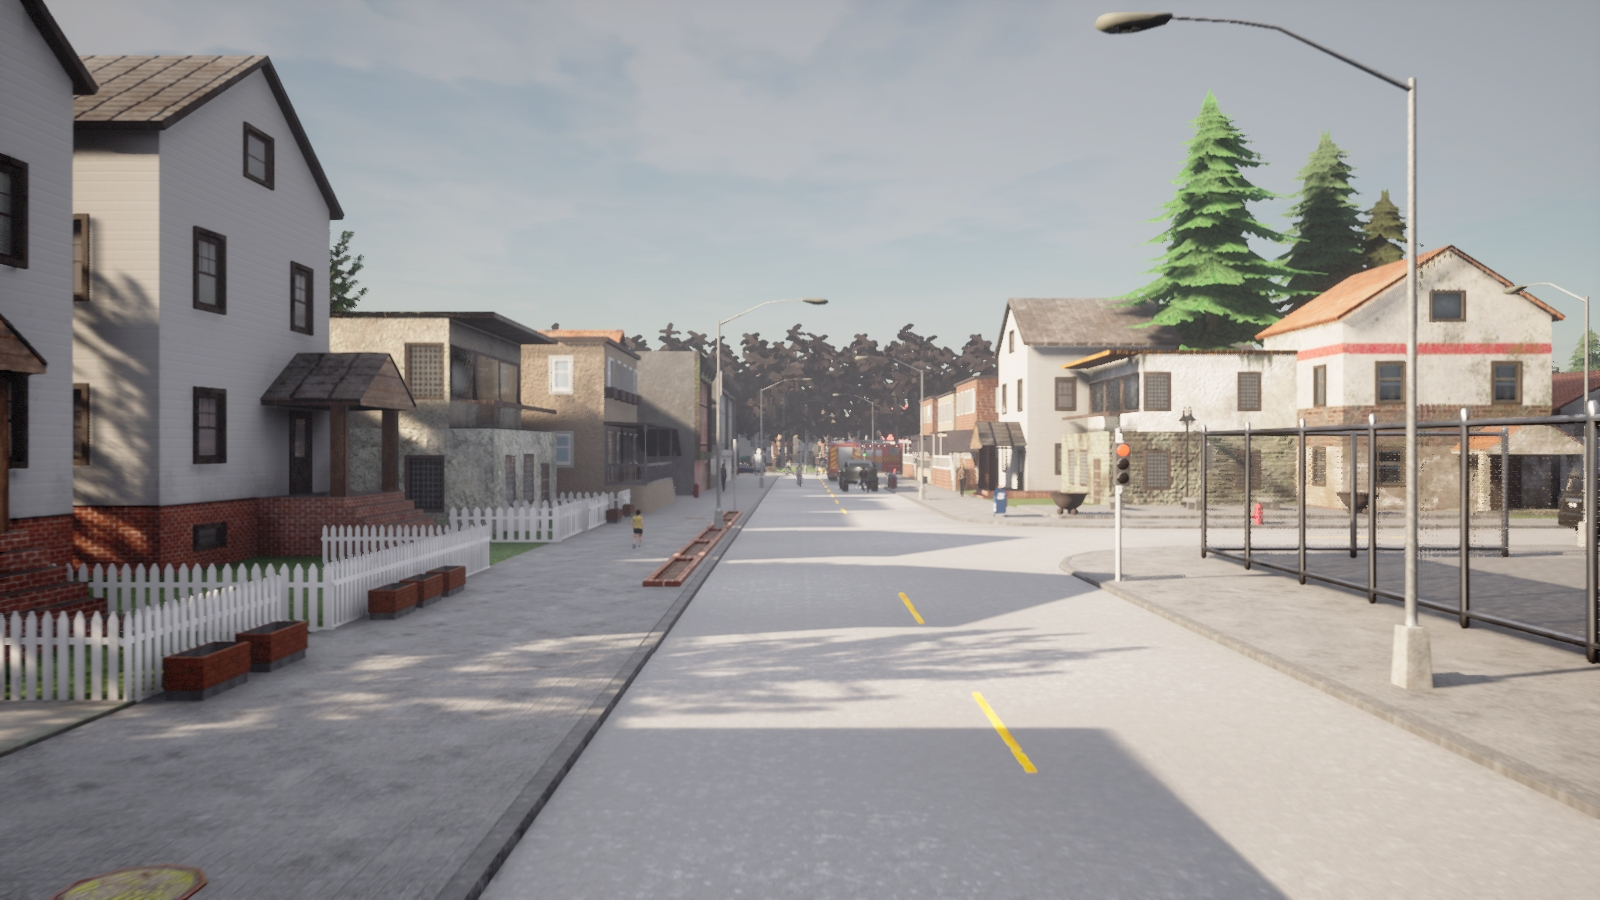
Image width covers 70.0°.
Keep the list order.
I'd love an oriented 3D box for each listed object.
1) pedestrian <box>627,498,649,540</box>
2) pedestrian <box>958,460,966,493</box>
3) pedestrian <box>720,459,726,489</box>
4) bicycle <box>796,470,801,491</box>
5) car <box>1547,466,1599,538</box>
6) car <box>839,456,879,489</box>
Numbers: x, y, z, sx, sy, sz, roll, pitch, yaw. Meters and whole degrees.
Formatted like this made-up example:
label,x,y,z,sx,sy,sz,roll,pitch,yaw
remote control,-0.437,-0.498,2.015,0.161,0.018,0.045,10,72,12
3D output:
label,x,y,z,sx,sy,sz,roll,pitch,yaw
pedestrian,-4.440,1.881,31.298,0.500,1.100,0.500,0,0,4
pedestrian,9.112,1.478,64.206,0.375,1.860,0.375,0,0,0
pedestrian,-4.790,1.472,71.131,0.375,1.860,0.375,0,0,-3
bicycle,-0.074,1.888,71.645,0.329,1.271,1.835,0,0,0
car,25.939,1.534,34.348,5.566,2.045,2.150,0,0,1
car,3.972,1.478,77.692,2.390,2.098,6.274,0,0,0
